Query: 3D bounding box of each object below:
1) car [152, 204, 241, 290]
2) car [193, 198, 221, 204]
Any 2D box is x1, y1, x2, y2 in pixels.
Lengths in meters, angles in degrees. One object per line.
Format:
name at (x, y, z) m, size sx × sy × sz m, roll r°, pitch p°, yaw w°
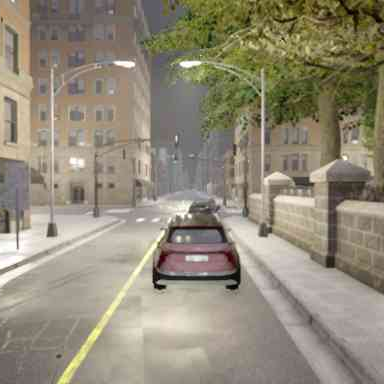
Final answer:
car at (0.101, 1.353, 8.860) m, size 2.033 × 1.649 × 4.856 m, roll 0°, pitch 1°, yaw 0°
car at (1.124, 1.270, 26.426) m, size 1.837 × 1.490 × 4.892 m, roll -1°, pitch 1°, yaw 15°
